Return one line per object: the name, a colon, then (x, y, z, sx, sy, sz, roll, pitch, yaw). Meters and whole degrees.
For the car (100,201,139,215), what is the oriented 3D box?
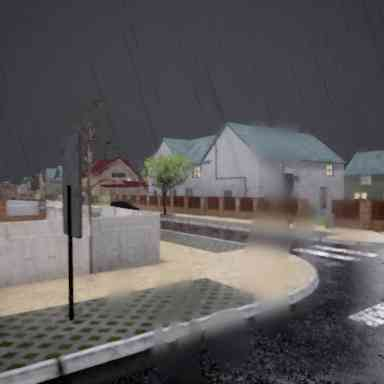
car: (-6.023, 1.469, 27.584, 1.812, 1.442, 4.674, -1, 1, -37)
